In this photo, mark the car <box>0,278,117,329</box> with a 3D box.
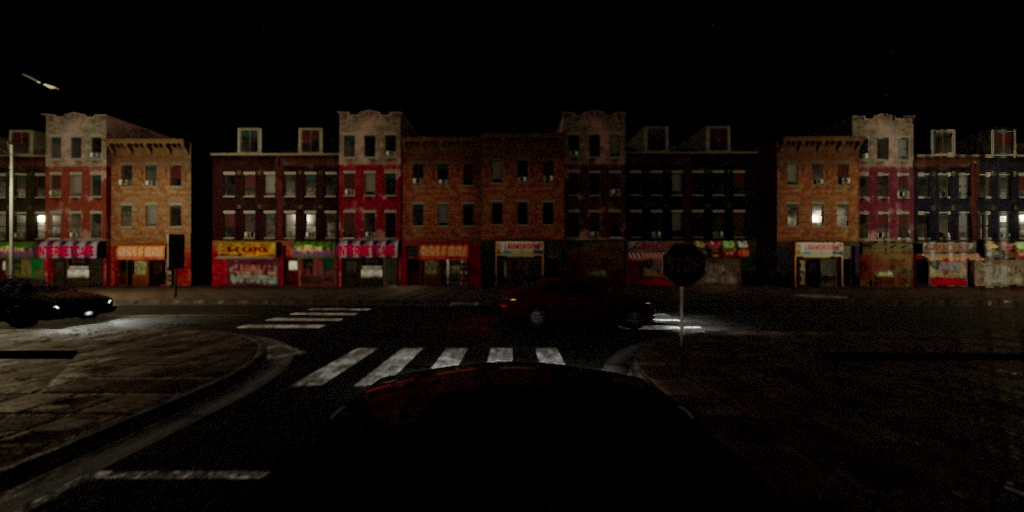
[{"bbox_3d":[-15.965,1.418,11.286,5.357,1.411,2.033,0,0,0],"label":"car"}]

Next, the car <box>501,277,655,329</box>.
[{"bbox_3d":[2.002,1.397,11.224,4.674,1.442,1.812,0,0,0],"label":"car"}]
